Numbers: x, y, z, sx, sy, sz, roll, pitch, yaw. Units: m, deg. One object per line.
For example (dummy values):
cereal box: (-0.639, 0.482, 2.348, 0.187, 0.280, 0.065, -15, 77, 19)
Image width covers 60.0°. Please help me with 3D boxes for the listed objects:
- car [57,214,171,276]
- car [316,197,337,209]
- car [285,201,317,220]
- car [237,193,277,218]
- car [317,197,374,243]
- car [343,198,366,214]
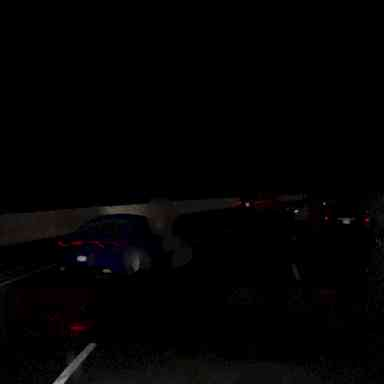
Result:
car: (-2.101, 1.425, 10.355, 1.882, 1.535, 5.008, 0, 0, 12)
car: (16.867, 1.356, 41.606, 1.994, 1.385, 4.181, 0, 0, 29)
car: (8.912, 1.429, 27.079, 1.994, 1.385, 4.181, 0, 0, 28)
car: (5.696, 1.078, 28.677, 2.150, 2.045, 5.566, 0, 0, 29)
car: (7.301, 1.273, 15.923, 2.097, 1.767, 4.553, 0, 0, 22)
car: (16.982, 1.375, 34.602, 2.033, 1.411, 5.357, 0, 0, 28)
